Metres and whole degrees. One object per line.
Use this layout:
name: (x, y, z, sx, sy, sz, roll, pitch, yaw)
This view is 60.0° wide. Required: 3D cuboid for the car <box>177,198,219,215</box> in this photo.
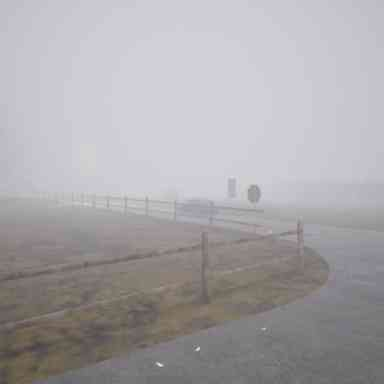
car: (0.382, 1.143, 27.794, 1.994, 1.385, 4.181, 1, 1, -36)
